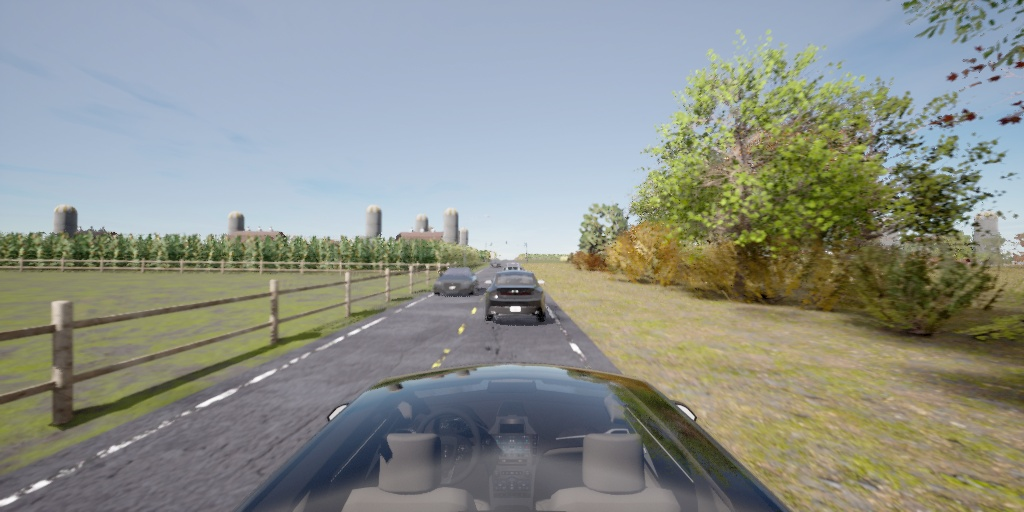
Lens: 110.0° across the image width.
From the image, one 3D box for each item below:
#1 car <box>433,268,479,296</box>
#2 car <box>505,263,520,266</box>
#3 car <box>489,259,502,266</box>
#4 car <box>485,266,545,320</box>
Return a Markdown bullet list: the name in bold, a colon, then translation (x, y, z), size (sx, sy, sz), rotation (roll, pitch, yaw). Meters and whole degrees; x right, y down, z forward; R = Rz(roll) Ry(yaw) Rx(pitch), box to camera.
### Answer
- **car**: translation (-2.852, 1.316, 19.096), size (1.994, 1.385, 4.181), rotation (0, 0, 0)
- **car**: translation (0.093, 1.357, 38.560), size (1.895, 1.301, 4.718), rotation (0, 0, 0)
- **car**: translation (-2.798, 1.270, 61.424), size (1.837, 1.490, 4.892), rotation (0, 0, 1)
- **car**: translation (0.099, 1.257, 12.571), size (1.837, 1.490, 4.892), rotation (0, 0, 0)
